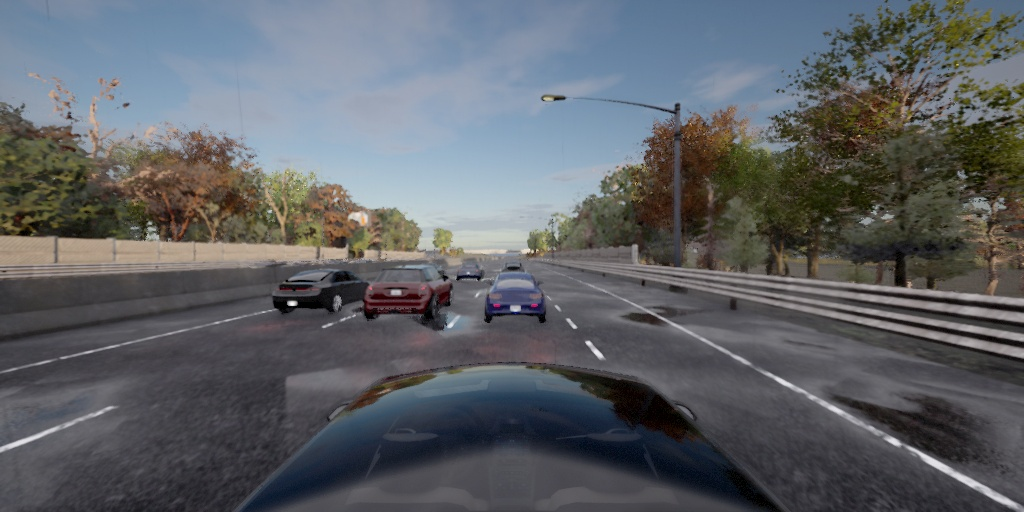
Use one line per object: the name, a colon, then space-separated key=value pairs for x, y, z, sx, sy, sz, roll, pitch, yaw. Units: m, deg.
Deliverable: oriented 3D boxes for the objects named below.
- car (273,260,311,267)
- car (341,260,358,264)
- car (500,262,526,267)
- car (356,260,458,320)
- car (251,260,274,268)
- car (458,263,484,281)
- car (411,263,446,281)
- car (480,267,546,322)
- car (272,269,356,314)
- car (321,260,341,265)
car: x=-24.595 y=1.316 z=41.135 sx=1.895 sy=1.301 sz=4.718 roll=0 pitch=0 yaw=0
car: x=-17.593 y=1.222 z=41.928 sx=1.837 sy=1.490 sz=4.892 roll=0 pitch=0 yaw=0
car: x=0.094 y=1.227 z=29.543 sx=1.837 sy=1.490 sz=4.892 roll=0 pitch=0 yaw=0
car: x=-3.404 y=1.087 z=12.646 sx=2.097 sy=1.767 sz=4.553 roll=0 pitch=0 yaw=0
car: x=-28.088 y=1.208 z=41.621 sx=2.128 sy=1.511 sz=4.902 roll=0 pitch=0 yaw=0
car: x=-3.406 y=1.285 z=29.963 sx=1.994 sy=1.385 sz=4.181 roll=0 pitch=0 yaw=0
car: x=-6.906 y=1.285 z=30.123 sx=1.994 sy=1.385 sz=4.181 roll=0 pitch=0 yaw=0
car: x=0.098 y=1.262 z=12.102 sx=1.812 sy=1.442 sz=4.674 roll=0 pitch=0 yaw=0
car: x=-6.902 y=1.239 z=13.682 sx=1.837 sy=1.490 sz=4.892 roll=0 pitch=0 yaw=0
car: x=-21.092 y=1.208 z=42.599 sx=2.128 sy=1.511 sz=4.902 roll=0 pitch=0 yaw=0
